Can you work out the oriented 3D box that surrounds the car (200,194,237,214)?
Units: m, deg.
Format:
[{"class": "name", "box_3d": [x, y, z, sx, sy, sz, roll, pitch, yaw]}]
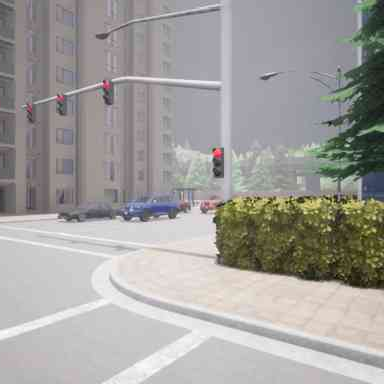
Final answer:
[{"class": "car", "box_3d": [3.074, 1.221, 35.581, 2.150, 2.045, 5.566, 0, 0, 36]}]

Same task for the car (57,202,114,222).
[{"class": "car", "box_3d": [-7.891, 1.547, 26.560, 2.033, 1.411, 5.357, 0, 0, 36]}]

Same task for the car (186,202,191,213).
[{"class": "car", "box_3d": [-2.088, 1.478, 34.469, 1.882, 1.535, 5.008, 0, 0, 36]}]

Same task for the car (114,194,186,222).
[{"class": "car", "box_3d": [-3.269, 1.221, 26.946, 2.150, 2.045, 5.566, 0, 0, 36]}]
